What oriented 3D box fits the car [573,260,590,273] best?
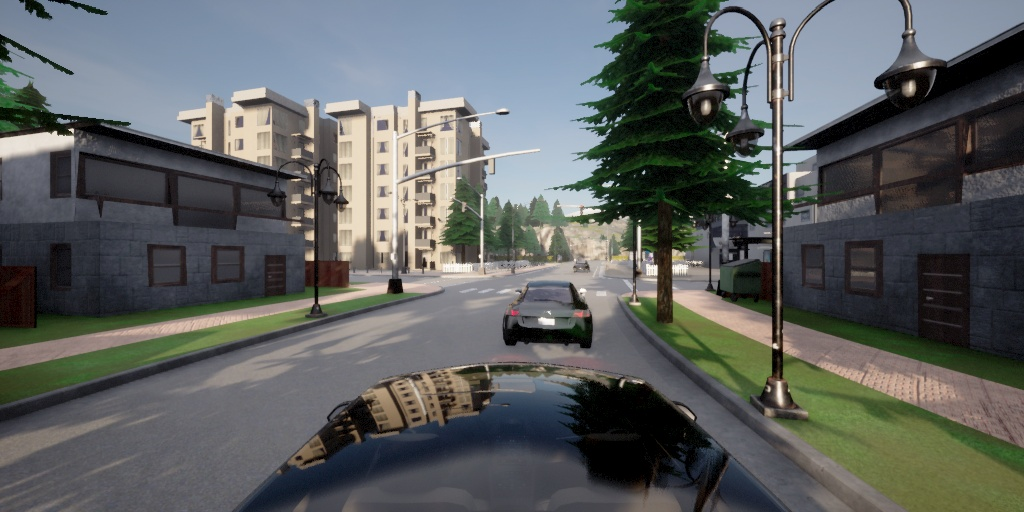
[{"bbox_3d":[8.733,1.276,44.861,2.128,1.511,4.902,0,0,14],"label":"car"}]

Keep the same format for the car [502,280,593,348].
[{"bbox_3d":[0.994,1.314,9.313,1.994,1.385,4.181,0,0,8],"label":"car"}]
